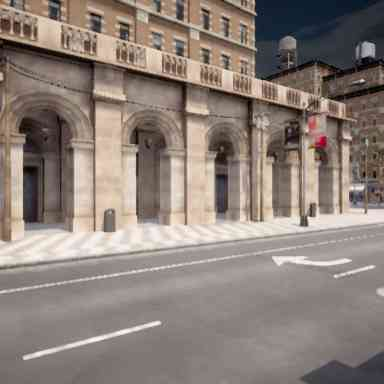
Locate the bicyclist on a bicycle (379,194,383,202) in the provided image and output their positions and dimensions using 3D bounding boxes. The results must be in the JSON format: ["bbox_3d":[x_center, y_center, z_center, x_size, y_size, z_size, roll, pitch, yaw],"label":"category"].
[{"bbox_3d":[36.490,1.275,64.282,1.656,1.620,0.582,0,0,-36],"label":"bicyclist on a bicycle"}]
